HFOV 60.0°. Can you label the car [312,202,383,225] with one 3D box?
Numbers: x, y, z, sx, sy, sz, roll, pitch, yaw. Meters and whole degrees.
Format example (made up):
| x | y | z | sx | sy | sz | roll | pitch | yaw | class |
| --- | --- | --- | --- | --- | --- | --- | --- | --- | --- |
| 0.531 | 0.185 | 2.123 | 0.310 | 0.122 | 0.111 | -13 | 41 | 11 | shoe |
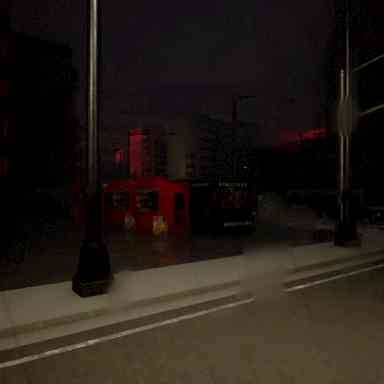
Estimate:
| x | y | z | sx | sy | sz | roll | pitch | yaw | class |
| --- | --- | --- | --- | --- | --- | --- | --- | --- | --- |
| 12.008 | 1.557 | 24.985 | 1.882 | 1.535 | 5.008 | 0 | -1 | -36 | car |
